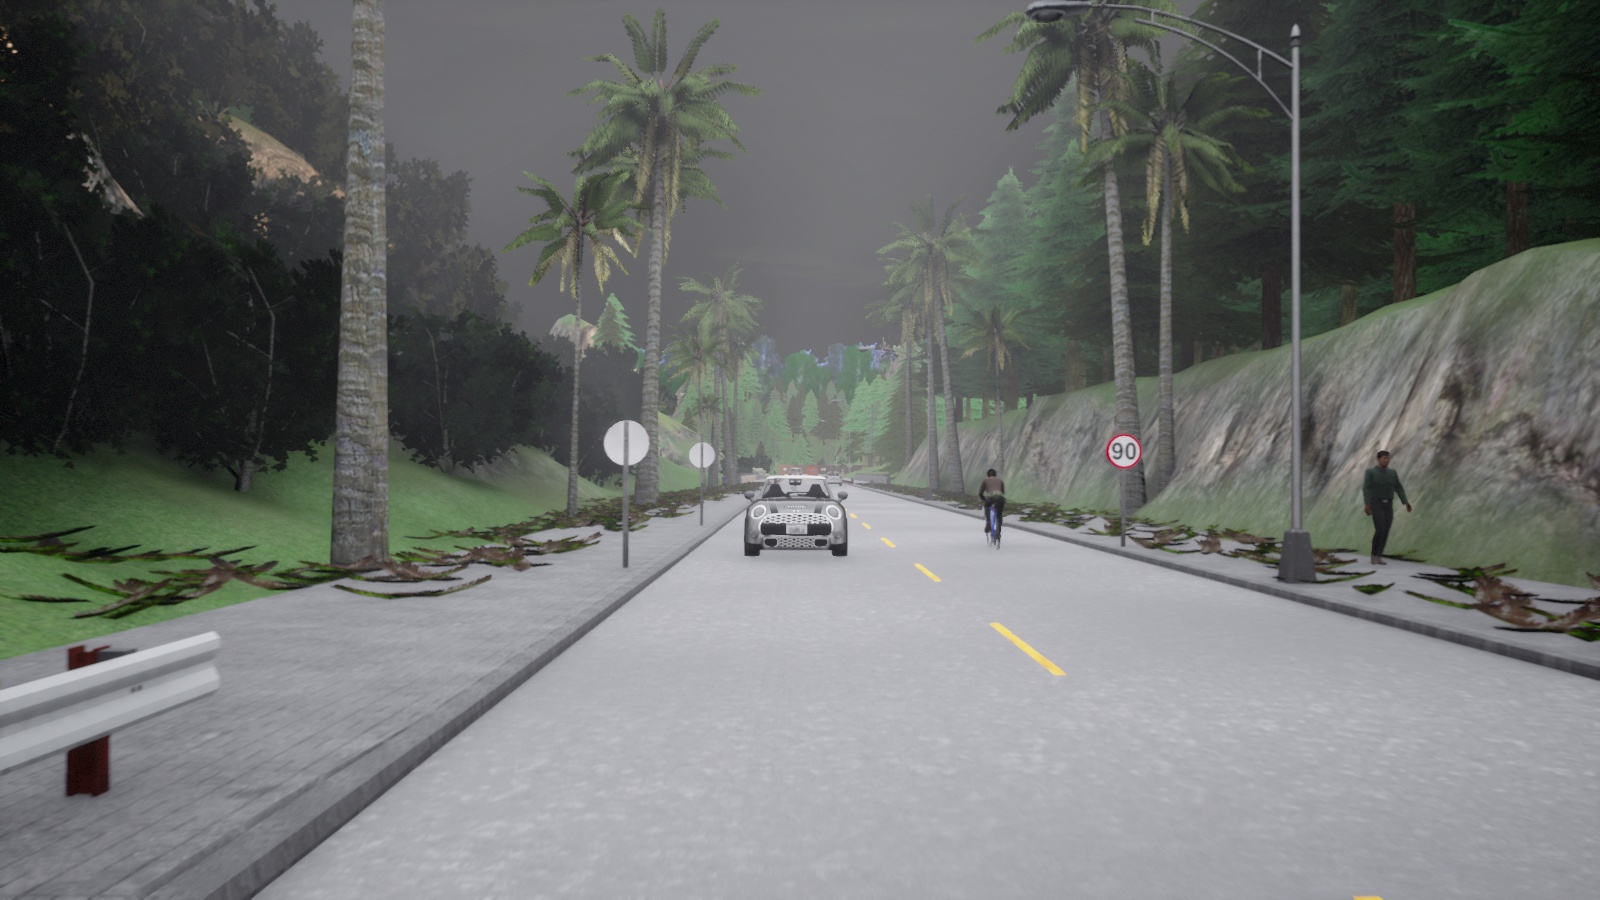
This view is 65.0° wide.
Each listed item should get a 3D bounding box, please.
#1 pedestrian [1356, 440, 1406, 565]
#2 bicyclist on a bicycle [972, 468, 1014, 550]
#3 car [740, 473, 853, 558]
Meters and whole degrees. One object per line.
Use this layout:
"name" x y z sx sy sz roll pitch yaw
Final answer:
"pedestrian" 9.247 0.822 20.005 0.423 1.949 0.788 0 -1 0
"bicyclist on a bicycle" 3.929 1.181 25.668 0.582 1.620 1.656 0 -1 0
"car" -0.066 1.182 23.972 1.970 1.475 3.806 0 -1 0
